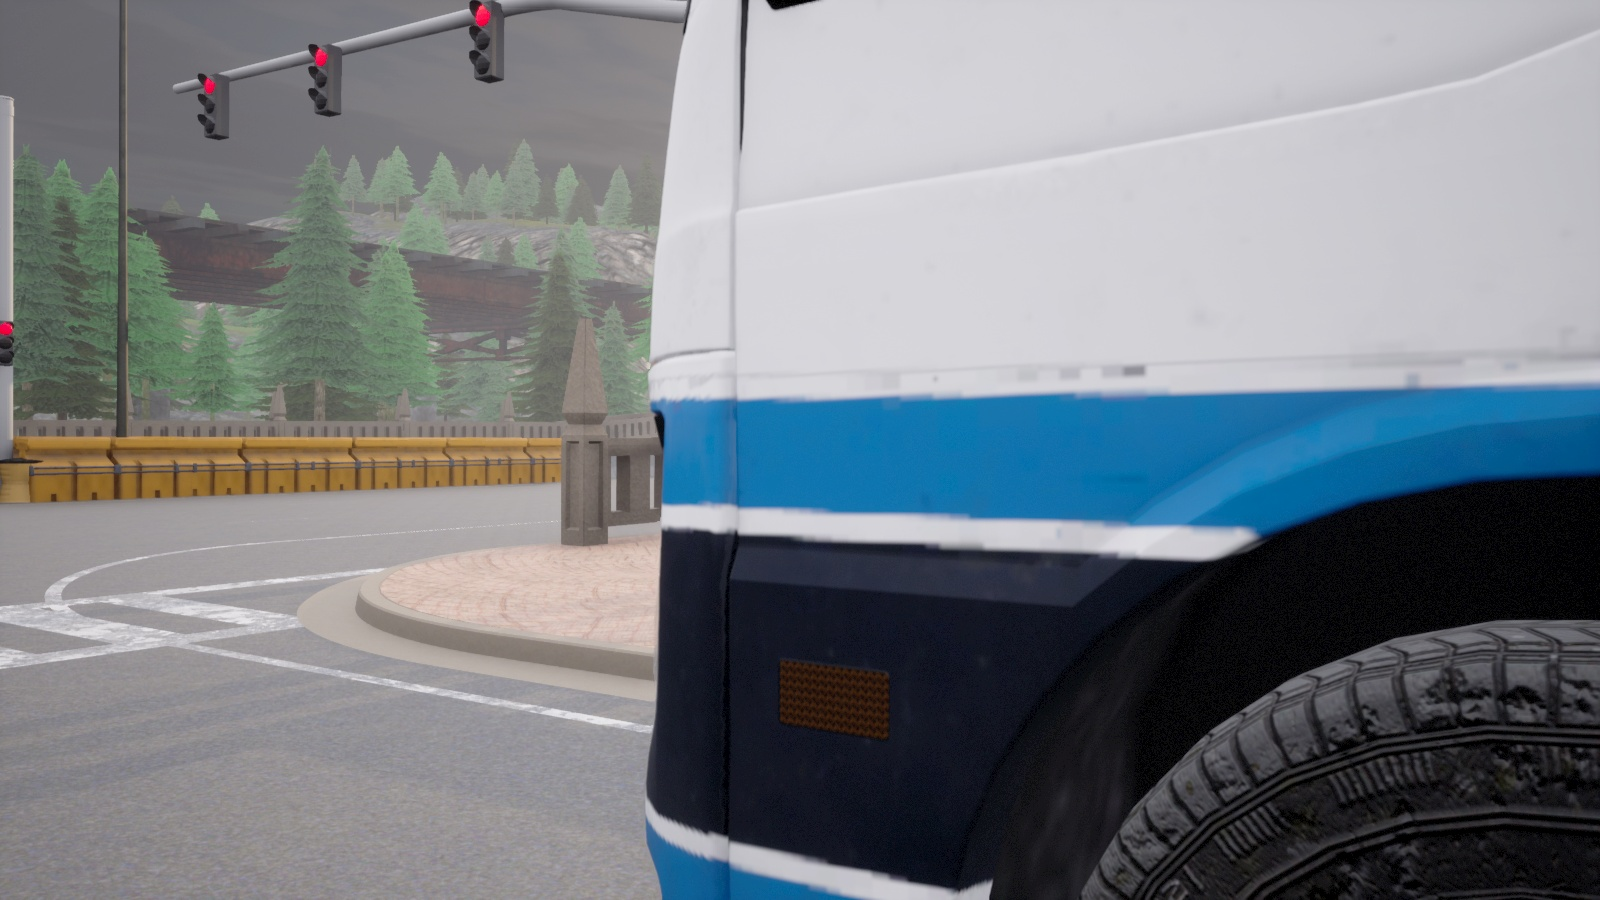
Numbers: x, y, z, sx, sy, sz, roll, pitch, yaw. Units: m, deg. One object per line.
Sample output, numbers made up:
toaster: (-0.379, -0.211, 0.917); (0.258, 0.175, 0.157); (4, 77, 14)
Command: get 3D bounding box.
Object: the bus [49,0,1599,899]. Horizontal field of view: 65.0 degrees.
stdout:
bus: (4.153, -0.694, 0.836); (10.273, 4.253, 3.944); (0, 1, 34)
